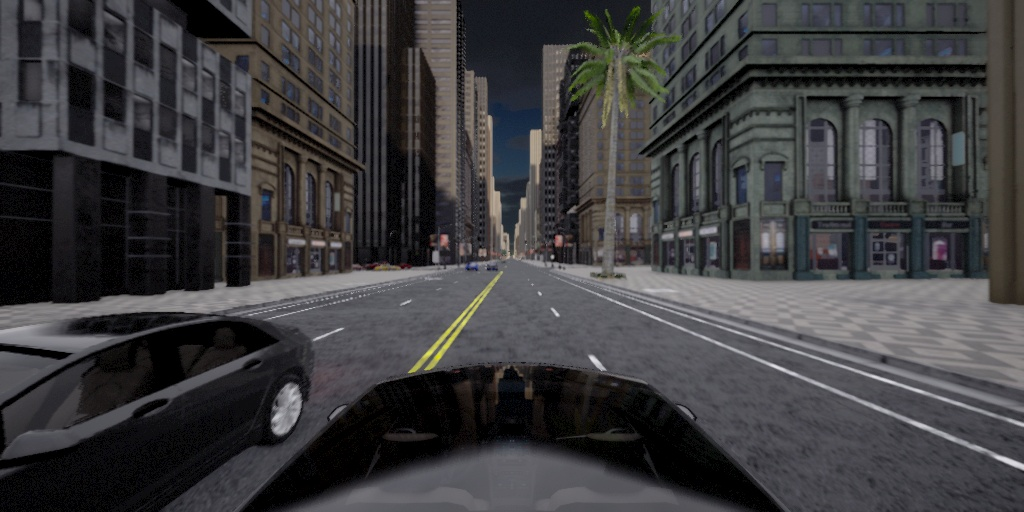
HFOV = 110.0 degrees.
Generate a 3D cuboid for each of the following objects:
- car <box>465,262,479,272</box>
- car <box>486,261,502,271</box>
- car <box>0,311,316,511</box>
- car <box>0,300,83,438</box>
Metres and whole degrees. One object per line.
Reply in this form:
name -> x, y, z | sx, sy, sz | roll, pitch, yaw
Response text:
car -> -6.525, 1.763, 58.987 | 1.882, 1.535, 5.008 | 0, -1, 0
car -> -3.262, 1.845, 60.252 | 2.033, 1.411, 5.357 | 0, -1, 0
car -> -3.350, 1.263, 2.518 | 1.837, 1.490, 4.892 | 0, -1, 0
car -> -6.600, 1.282, 2.416 | 1.812, 1.442, 4.674 | 0, -1, 0
